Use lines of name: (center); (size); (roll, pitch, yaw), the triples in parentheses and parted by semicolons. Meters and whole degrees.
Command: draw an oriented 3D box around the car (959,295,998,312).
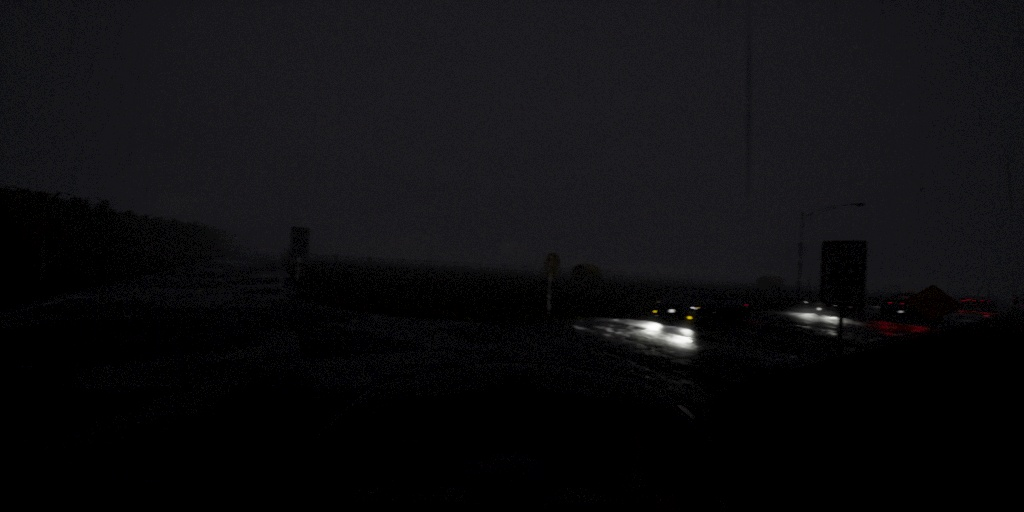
car: (44.394, 4.433, 34.122); (5.008, 1.535, 1.882); (4, -1, -32)

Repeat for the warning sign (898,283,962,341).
warning sign: (14.802, 1.945, 12.660); (1.060, 1.860, 1.300); (0, 0, -32)

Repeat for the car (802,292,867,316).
car: (20.159, 2.858, 22.298); (5.357, 1.411, 2.033); (4, -1, -32)

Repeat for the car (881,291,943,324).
car: (23.075, 2.954, 20.652); (4.902, 1.511, 2.128); (4, -1, -32)

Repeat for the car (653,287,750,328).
car: (7.631, 1.980, 14.390); (4.181, 1.385, 1.994); (4, -1, -32)
